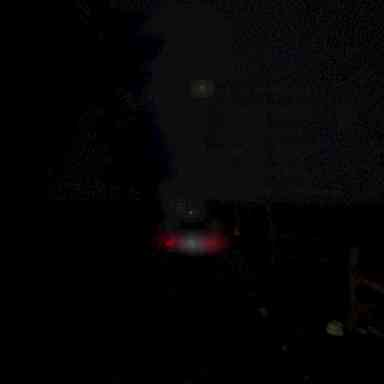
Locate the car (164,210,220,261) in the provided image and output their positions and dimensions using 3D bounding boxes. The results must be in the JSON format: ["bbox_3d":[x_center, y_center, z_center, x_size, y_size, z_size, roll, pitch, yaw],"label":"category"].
[{"bbox_3d":[0.003,1.617,12.506,2.033,1.411,5.357,0,0,0],"label":"car"}]

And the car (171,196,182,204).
[{"bbox_3d":[-2.806,1.469,61.156,1.812,1.442,4.674,0,0,0],"label":"car"}]

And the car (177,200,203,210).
[{"bbox_3d":[0.003,1.648,28.391,1.994,1.385,4.181,0,0,1],"label":"car"}]
